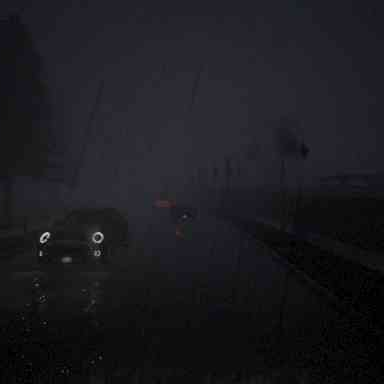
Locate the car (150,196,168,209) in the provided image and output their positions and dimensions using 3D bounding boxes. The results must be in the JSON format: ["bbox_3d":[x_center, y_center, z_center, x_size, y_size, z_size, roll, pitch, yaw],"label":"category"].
[{"bbox_3d":[-4.301,1.336,44.032,2.097,1.767,4.553,0,0,-16],"label":"car"}]

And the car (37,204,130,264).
[{"bbox_3d":[-3.582,1.348,11.743,2.097,1.767,4.553,0,0,0],"label":"car"}]

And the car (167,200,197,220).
[{"bbox_3d":[-0.824,1.591,27.584,1.895,1.301,4.718,0,0,-7],"label":"car"}]
